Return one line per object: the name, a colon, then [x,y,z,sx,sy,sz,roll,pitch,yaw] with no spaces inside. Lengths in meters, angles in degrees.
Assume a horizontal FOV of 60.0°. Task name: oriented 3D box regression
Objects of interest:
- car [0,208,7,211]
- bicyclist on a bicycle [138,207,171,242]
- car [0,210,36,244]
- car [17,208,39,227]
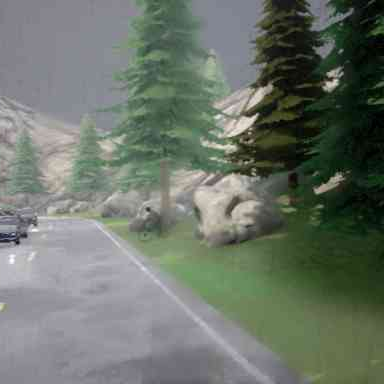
car: [-24.673,2.718,41.271,4.718,1.301,1.895,-3,0,15]
bicyclist on a bicycle: [-1.834,1.498,15.879,1.656,1.620,0.582,-9,0,-21]
car: [-10.134,2.013,18.165,2.033,1.411,5.357,-3,0,-20]
car: [-13.977,2.143,27.834,1.837,1.490,4.892,-3,0,-24]
